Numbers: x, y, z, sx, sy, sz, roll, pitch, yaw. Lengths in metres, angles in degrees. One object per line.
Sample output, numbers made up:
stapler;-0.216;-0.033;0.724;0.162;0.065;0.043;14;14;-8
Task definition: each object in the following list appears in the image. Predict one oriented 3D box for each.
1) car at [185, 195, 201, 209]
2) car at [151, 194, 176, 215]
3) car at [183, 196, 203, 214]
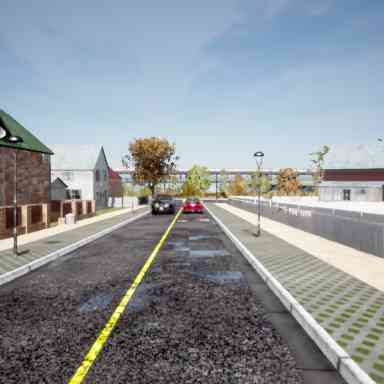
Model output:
car;0.090;1.353;45.097;2.097;1.767;4.553;0;0;0
car;-2.815;1.216;33.738;2.150;2.045;5.566;0;0;0
car;0.090;1.345;35.336;2.097;1.767;4.553;0;0;0
